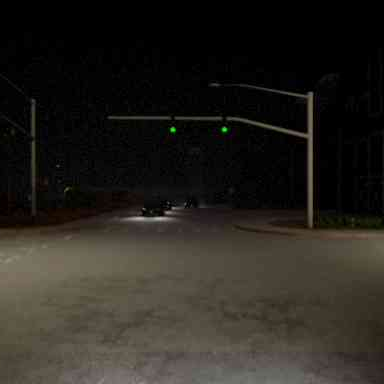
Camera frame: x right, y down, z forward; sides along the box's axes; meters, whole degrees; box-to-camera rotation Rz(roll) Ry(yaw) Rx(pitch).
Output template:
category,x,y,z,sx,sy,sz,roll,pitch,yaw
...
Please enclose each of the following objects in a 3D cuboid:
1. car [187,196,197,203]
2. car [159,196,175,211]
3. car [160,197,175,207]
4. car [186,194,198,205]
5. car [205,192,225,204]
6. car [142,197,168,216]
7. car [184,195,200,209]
category,x,y,z,sx,sy,sz,roll,pitch,yaw
car,-0.022,1.483,67.549,2.033,1.411,5.357,0,0,0
car,-3.601,1.313,40.632,2.097,1.767,4.553,0,0,0
car,-3.581,1.456,49.777,1.837,1.490,4.892,0,0,0
car,-0.026,1.248,58.325,2.097,1.767,4.553,0,-1,0
car,4.143,1.088,60.093,1.905,1.878,3.866,-8,3,-42
car,-3.606,1.492,31.729,1.812,1.442,4.674,0,0,0
car,-0.014,1.463,44.322,1.837,1.490,4.892,0,0,0
